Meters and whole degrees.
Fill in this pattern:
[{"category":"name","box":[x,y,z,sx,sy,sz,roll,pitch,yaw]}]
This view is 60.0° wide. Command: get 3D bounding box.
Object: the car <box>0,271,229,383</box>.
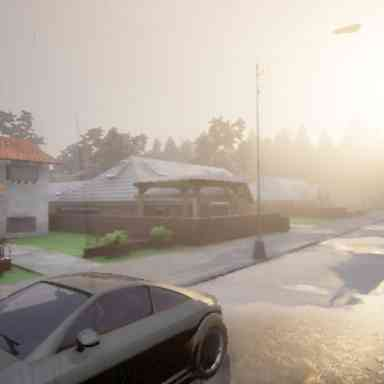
[{"category":"car","box":[-1.341,1.691,3.728,1.994,1.385,4.181,-2,-2,38]}]
